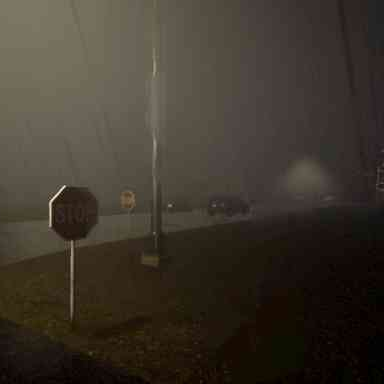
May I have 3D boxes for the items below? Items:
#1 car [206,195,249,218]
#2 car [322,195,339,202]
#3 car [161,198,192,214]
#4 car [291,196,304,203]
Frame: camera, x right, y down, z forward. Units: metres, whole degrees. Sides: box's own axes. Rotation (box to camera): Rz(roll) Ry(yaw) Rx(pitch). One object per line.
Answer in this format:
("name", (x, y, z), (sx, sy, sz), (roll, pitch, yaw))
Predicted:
("car", (3.494, 1.333, 31.961), (2.150, 2.045, 5.566), (0, 0, 34))
("car", (36.078, 1.599, 86.830), (2.097, 1.767, 4.553), (0, 0, 34))
("car", (-1.962, 1.443, 36.415), (2.097, 1.767, 4.553), (0, 0, 34))
("car", (23.646, 1.737, 74.611), (2.128, 1.511, 4.902), (0, 0, 34))
